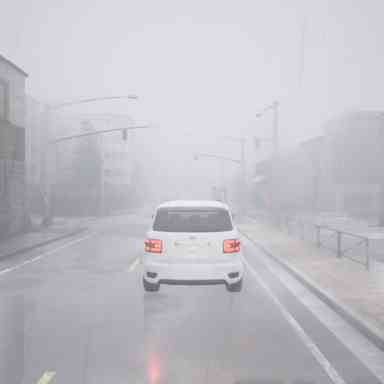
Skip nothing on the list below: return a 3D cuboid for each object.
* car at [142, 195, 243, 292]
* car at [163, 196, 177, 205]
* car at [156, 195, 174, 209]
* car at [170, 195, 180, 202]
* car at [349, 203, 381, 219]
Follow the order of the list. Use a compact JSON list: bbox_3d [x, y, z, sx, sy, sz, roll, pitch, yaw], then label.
[{"bbox_3d":[0.033,1.221,9.074,2.150,2.045,5.566,0,0,1],"label":"car"},{"bbox_3d":[-3.711,1.492,57.911,2.128,1.511,4.902,0,0,0],"label":"car"},{"bbox_3d":[-3.703,1.352,46.586,2.097,1.767,4.553,0,0,0],"label":"car"},{"bbox_3d":[-3.664,1.385,72.055,2.033,1.411,5.357,0,0,0],"label":"car"},{"bbox_3d":[16.648,1.740,30.262,4.181,1.385,1.994,0,0,0],"label":"car"}]
